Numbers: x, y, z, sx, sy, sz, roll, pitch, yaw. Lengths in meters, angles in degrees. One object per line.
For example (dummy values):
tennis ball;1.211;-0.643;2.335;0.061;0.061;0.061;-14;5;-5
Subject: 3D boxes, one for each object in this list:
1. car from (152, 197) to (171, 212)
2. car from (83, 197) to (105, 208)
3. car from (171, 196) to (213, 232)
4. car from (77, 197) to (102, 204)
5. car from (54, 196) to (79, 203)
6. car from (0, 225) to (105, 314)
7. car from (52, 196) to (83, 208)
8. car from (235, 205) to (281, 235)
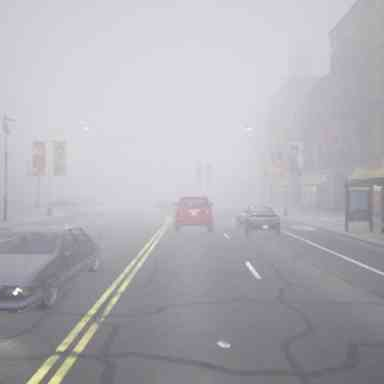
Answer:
car;-3.183;1.495;39.527;1.882;1.535;5.008;0;0;-22
car;-14.949;1.546;50.063;4.674;1.442;1.812;0;0;43
car;0.099;1.230;20.173;2.150;2.045;5.566;0;0;0
car;-20.448;1.623;66.293;4.718;1.301;1.895;0;0;30
car;-25.752;1.549;68.465;4.674;1.452;2.002;0;0;20
car;-3.599;1.551;8.053;2.033;1.411;5.357;0;0;0
car;-18.445;1.621;48.579;4.718;1.301;1.895;0;0;40
car;3.602;1.500;18.734;2.128;1.511;4.902;0;0;0
